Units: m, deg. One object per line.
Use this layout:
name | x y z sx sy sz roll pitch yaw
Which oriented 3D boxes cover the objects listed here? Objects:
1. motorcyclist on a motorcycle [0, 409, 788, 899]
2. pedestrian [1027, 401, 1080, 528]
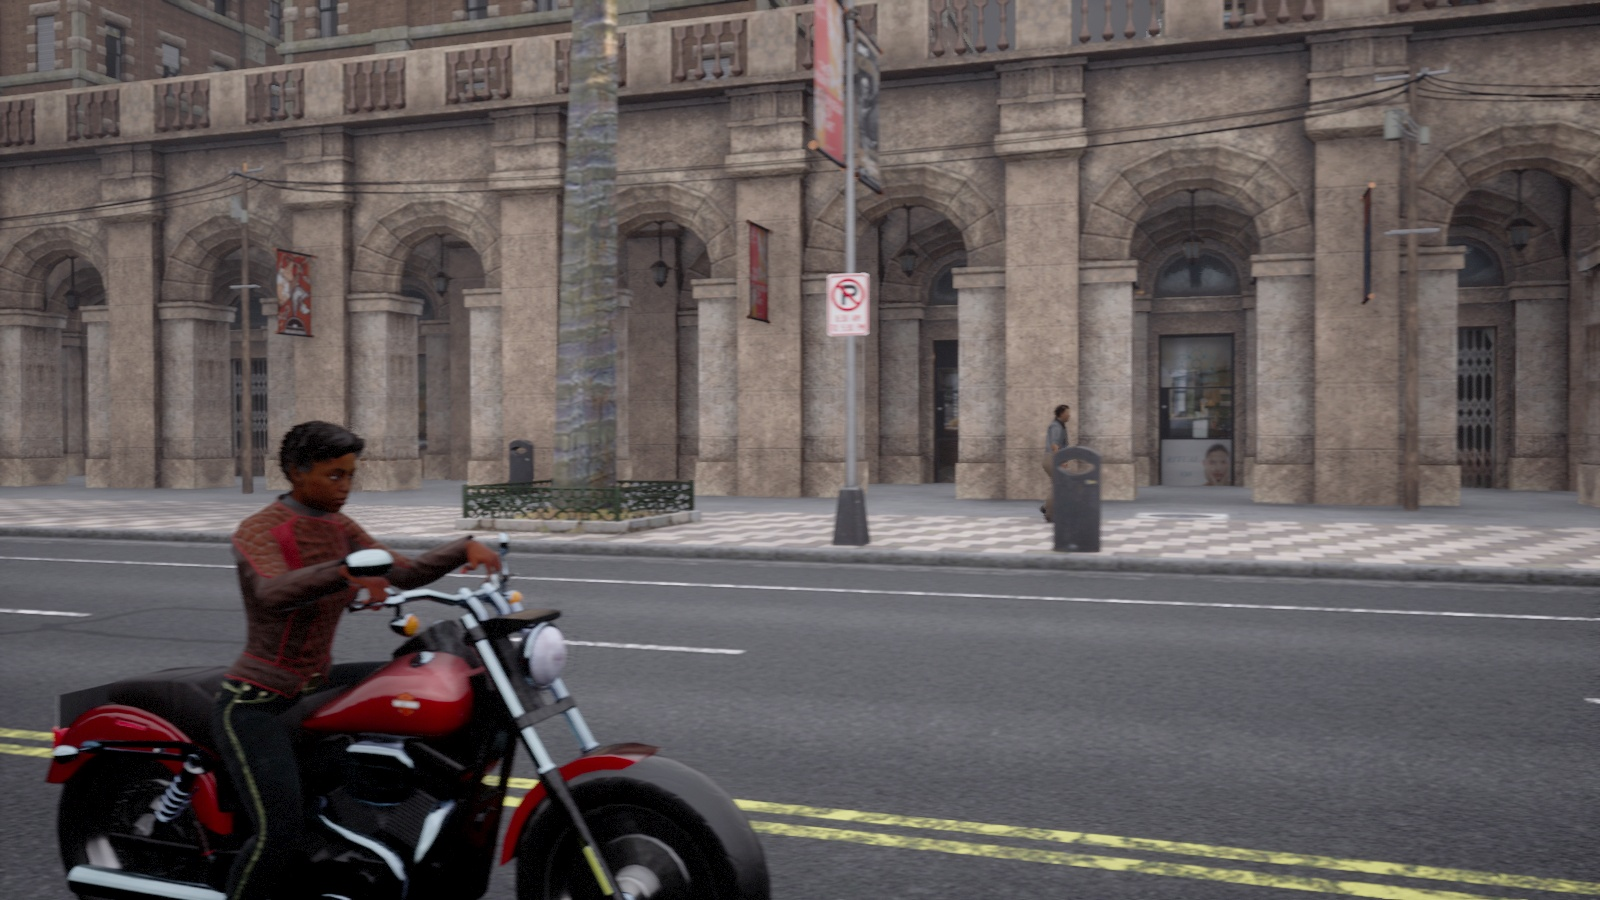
motorcyclist on a motorcycle | -1.275 0.714 3.621 2.350 1.649 0.766 1 1 19
pedestrian | 3.759 0.199 18.614 0.694 1.848 0.540 1 1 18
